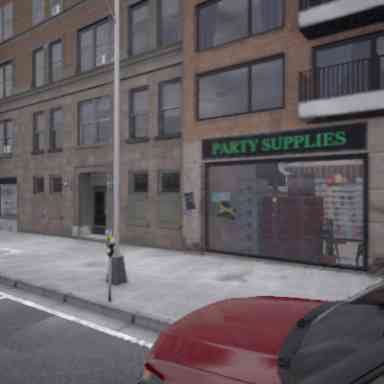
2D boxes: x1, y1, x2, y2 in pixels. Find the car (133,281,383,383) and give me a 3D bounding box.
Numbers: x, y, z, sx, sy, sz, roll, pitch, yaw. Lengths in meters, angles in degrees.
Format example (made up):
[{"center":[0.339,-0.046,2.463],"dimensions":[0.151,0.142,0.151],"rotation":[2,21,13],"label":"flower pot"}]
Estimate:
[{"center":[1.876,1.309,1.730],"dimensions":[5.009,1.841,2.192],"rotation":[-1,0,35],"label":"car"}]
